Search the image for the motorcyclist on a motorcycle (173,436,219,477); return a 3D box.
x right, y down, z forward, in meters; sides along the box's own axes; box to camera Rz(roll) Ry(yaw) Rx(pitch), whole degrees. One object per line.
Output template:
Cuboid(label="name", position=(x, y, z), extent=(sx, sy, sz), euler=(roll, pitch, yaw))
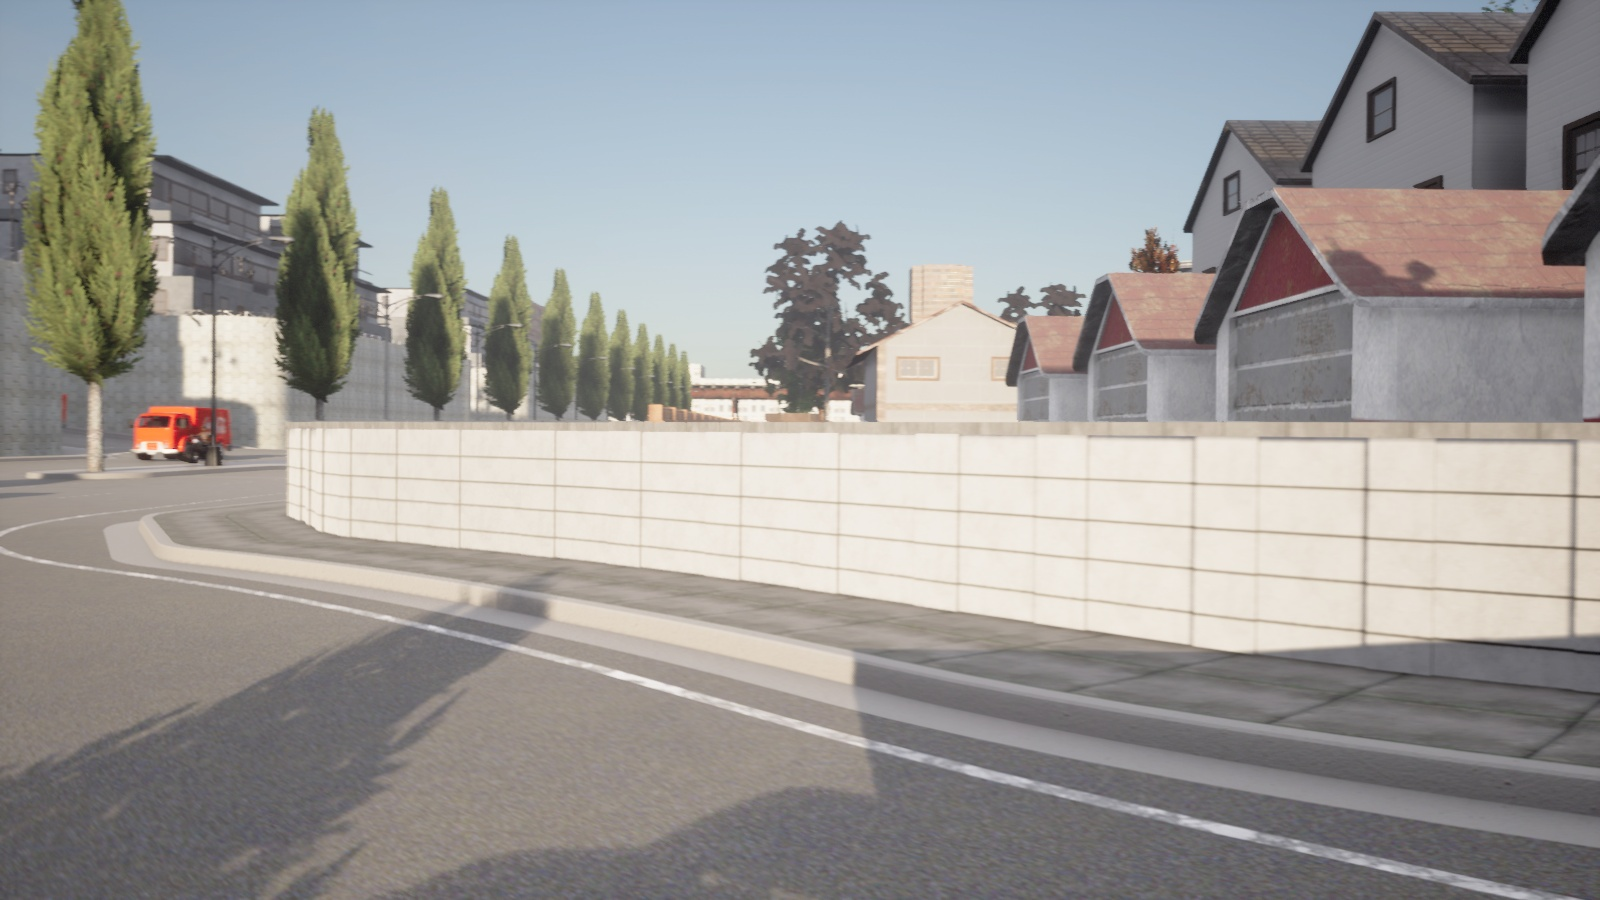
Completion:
Cuboid(label="motorcyclist on a motorcycle", position=(-24.975, 0.246, 51.973), extent=(0.766, 1.649, 2.350), euler=(0, 1, 0))

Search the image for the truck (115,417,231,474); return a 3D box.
Cuboid(label="truck", position=(-28.410, -0.227, 57.147), extent=(2.627, 2.467, 5.204), euler=(0, 1, 0))
